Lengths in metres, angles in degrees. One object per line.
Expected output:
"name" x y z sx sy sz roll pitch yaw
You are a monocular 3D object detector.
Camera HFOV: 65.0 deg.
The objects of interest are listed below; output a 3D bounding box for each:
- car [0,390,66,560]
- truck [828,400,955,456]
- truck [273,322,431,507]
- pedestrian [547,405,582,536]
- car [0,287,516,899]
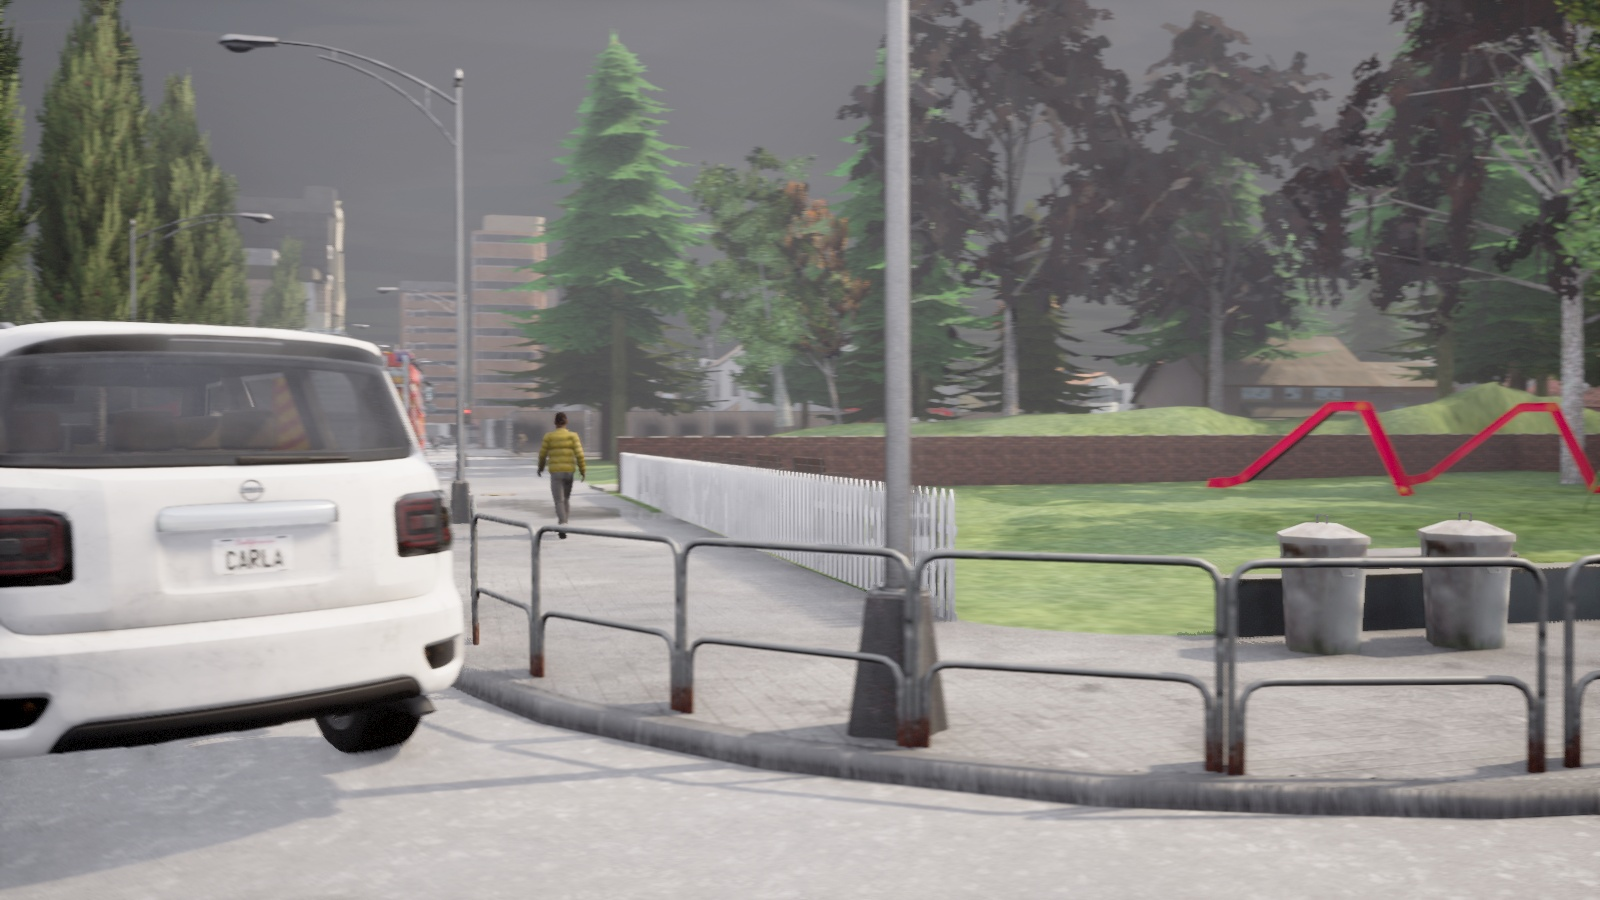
"car" -10.548 0.302 14.490 2.150 2.045 5.566 0 1 -15
"truck" 6.424 -1.496 88.571 8.468 3.827 2.891 0 1 -15
"truck" -10.607 -0.797 30.538 2.891 3.827 8.468 0 1 -15
"pedestrian" -3.374 0.279 17.995 0.431 1.840 0.709 0 1 -16
"car" -3.883 0.437 6.791 2.150 2.045 5.566 -1 1 -42
